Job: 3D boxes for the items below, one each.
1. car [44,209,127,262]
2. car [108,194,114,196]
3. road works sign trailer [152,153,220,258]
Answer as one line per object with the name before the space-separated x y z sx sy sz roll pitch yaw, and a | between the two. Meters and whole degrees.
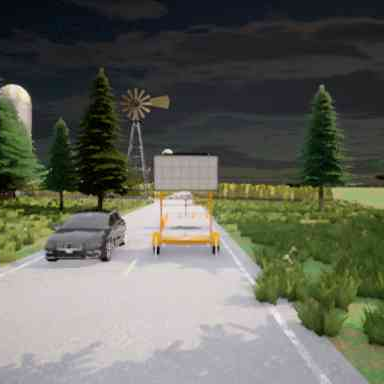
car | -3.510 1.411 11.798 1.837 1.490 4.892 0 0 -1
car | -18.681 0.633 73.937 1.905 1.878 3.866 0 1 -32
road works sign trailer | -0.219 0.366 12.277 2.380 3.560 2.880 0 0 -1
